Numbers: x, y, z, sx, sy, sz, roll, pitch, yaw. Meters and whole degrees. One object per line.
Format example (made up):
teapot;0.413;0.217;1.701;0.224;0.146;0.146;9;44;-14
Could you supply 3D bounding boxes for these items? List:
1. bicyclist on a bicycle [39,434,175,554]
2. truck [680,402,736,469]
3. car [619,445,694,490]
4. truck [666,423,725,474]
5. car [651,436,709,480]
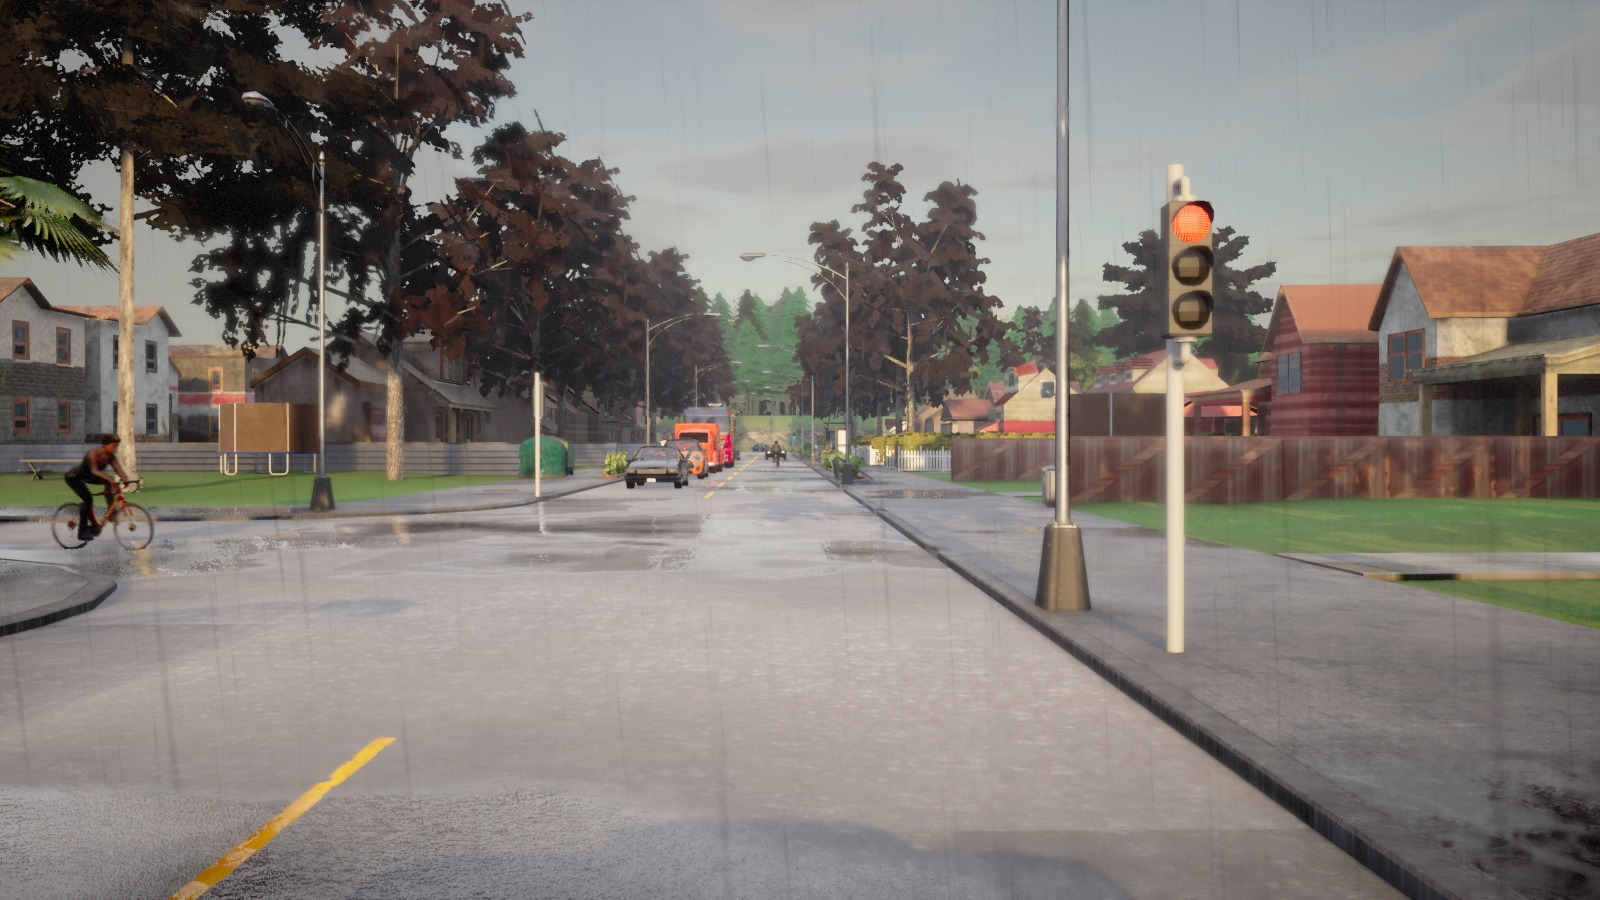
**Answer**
bicyclist on a bicycle;-9.662;0.593;17.524;1.656;1.620;0.582;0;2;11
truck;-5.434;-0.849;75.528;2.891;3.827;8.468;0;0;-1
car;-4.789;0.549;42.690;2.033;1.411;5.357;0;0;-1
truck;-5.189;-0.102;63.075;2.627;2.467;5.204;0;0;-1
car;-4.985;0.303;52.843;2.097;1.767;4.553;0;0;-1
